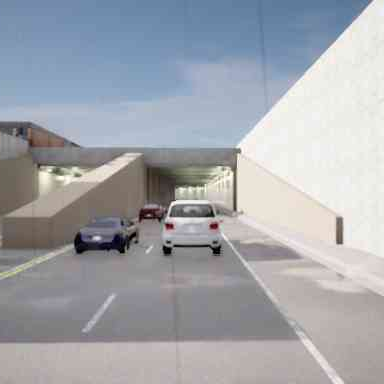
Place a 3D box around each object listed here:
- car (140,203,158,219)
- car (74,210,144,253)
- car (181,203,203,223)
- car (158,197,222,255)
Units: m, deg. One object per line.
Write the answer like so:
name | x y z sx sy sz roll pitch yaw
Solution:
car | -3.496 1.752 29.469 1.882 1.535 5.008 0 0 0
car | -3.497 1.698 14.290 1.994 1.385 4.181 0 0 0
car | 0.003 1.799 29.375 1.812 1.442 4.674 0 0 0
car | 0.000 1.348 14.021 2.150 2.045 5.566 0 0 0
